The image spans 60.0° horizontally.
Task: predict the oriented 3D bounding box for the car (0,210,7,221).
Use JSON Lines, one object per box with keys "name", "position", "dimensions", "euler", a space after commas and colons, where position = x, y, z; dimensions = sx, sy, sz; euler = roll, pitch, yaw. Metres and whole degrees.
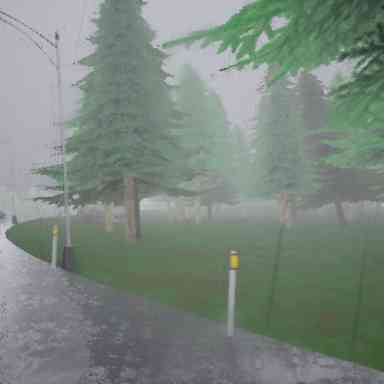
{"name": "car", "position": [-21.901, 2.536, 36.329], "dimensions": [2.128, 1.511, 4.902], "euler": [-4, -1, -10]}
